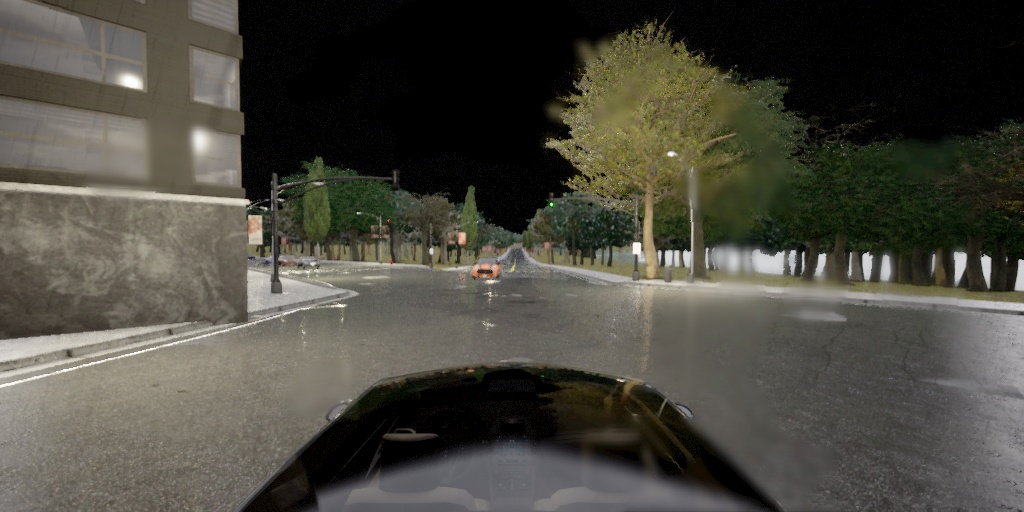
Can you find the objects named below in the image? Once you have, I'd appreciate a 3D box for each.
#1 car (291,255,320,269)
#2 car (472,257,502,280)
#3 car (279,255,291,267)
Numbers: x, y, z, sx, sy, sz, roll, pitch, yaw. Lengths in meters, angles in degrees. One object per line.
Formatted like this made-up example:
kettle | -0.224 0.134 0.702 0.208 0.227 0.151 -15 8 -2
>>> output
car | -26.078 0.847 45.760 2.128 1.511 4.902 -1 1 -43
car | -2.003 0.870 29.588 2.097 1.767 4.553 0 1 2
car | -32.912 0.637 52.799 2.097 1.767 4.553 -1 1 -44
